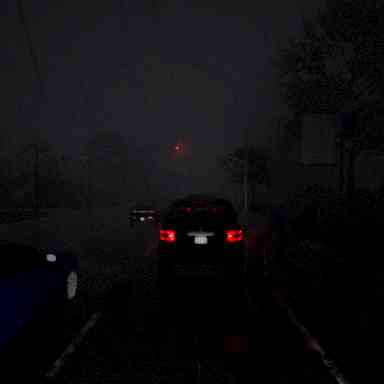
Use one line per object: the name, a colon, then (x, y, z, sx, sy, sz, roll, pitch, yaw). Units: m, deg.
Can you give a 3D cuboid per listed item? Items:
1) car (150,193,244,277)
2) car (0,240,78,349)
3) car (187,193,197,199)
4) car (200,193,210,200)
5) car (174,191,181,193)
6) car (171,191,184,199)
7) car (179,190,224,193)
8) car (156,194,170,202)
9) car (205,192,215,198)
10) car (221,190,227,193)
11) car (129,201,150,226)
car: (0.262, 1.160, 10.184, 2.150, 2.045, 5.566, 0, 0, 1)
car: (-3.332, 1.446, 5.006, 1.882, 1.535, 5.008, 0, 0, 1)
car: (-0.018, 1.025, 81.979, 1.812, 1.442, 4.674, 0, 0, 9)
car: (3.195, 1.041, 79.969, 1.812, 1.442, 4.674, 0, 0, 10)
car: (-2.364, 1.079, 66.634, 1.882, 1.535, 5.008, 0, 1, 8)
car: (-3.484, 0.722, 82.471, 2.150, 2.045, 5.566, 0, 0, 9)
car: (0.609, 1.098, 20.516, 2.150, 2.045, 5.566, 0, 0, 2)
car: (-5.827, 1.157, 67.137, 1.994, 1.385, 4.181, 0, 0, 8)
car: (4.916, 0.855, 89.769, 2.033, 1.411, 5.357, 0, 0, 11)
car: (6.650, 0.877, 79.410, 2.097, 1.767, 4.553, 0, 0, 10)
car: (-2.818, 1.358, 22.040, 2.128, 1.511, 4.902, 0, 0, 3)
